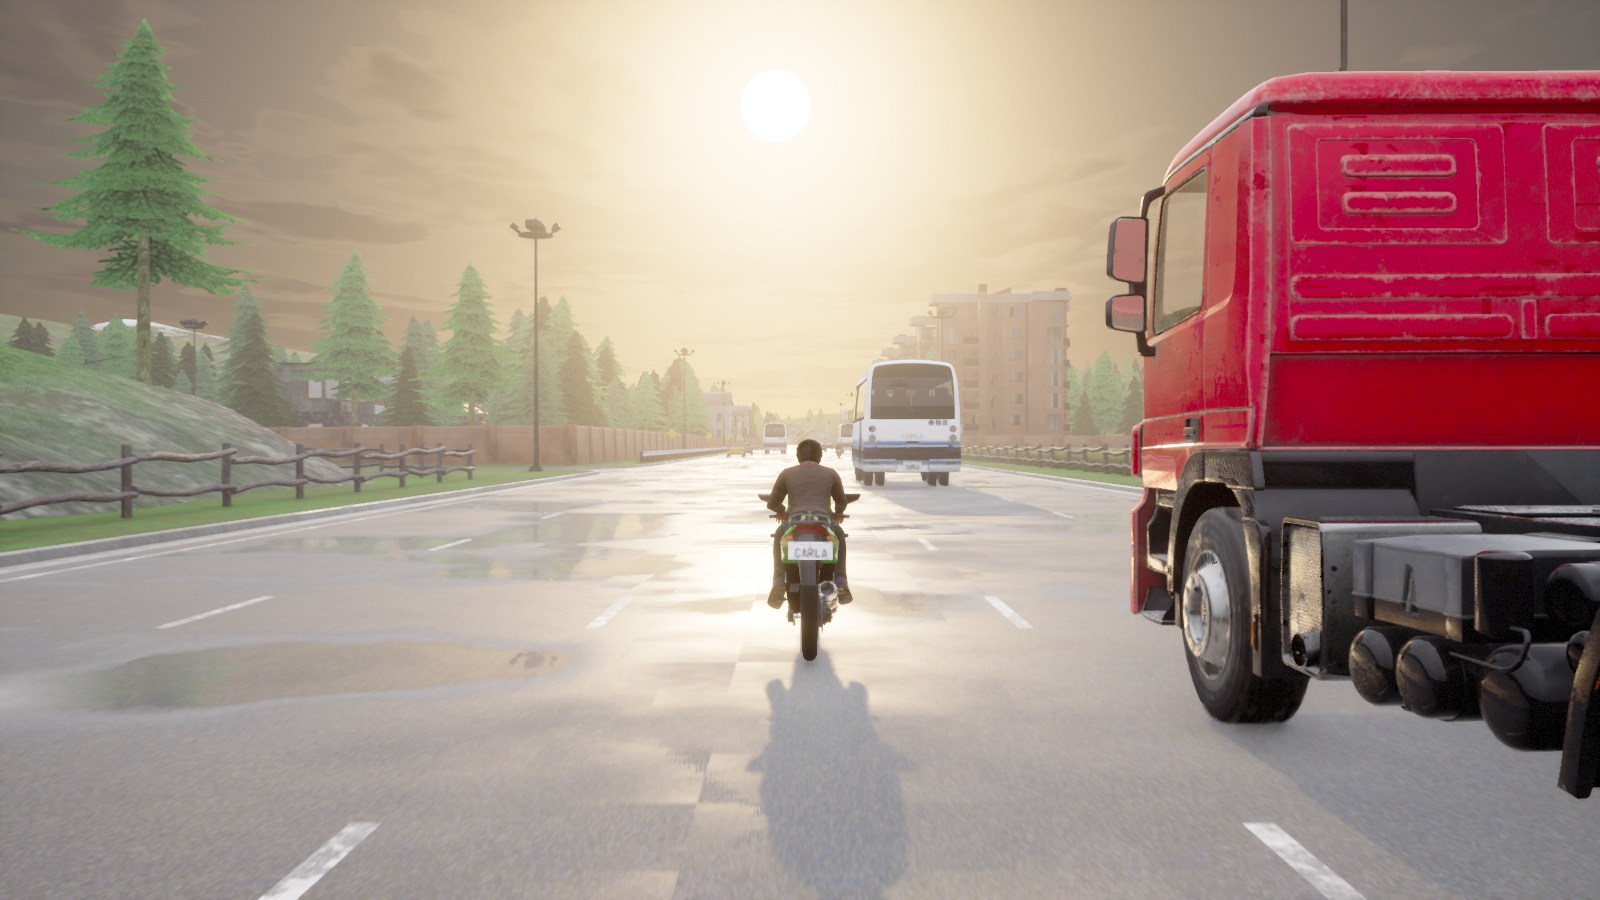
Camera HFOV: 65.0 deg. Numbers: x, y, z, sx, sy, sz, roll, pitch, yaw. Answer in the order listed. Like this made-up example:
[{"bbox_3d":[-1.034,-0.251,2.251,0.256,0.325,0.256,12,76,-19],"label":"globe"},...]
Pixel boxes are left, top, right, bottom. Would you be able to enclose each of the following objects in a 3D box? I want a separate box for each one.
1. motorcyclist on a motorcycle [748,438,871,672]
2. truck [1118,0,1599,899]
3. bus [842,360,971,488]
[{"bbox_3d":[0.068,0.677,9.205,0.797,1.523,2.044,0,0,0],"label":"motorcyclist on a motorcycle"},{"bbox_3d":[3.541,-0.257,4.386,2.891,3.462,7.936,0,0,0],"label":"truck"},{"bbox_3d":[3.710,-0.891,46.789,3.944,4.253,10.273,0,0,0],"label":"bus"}]
